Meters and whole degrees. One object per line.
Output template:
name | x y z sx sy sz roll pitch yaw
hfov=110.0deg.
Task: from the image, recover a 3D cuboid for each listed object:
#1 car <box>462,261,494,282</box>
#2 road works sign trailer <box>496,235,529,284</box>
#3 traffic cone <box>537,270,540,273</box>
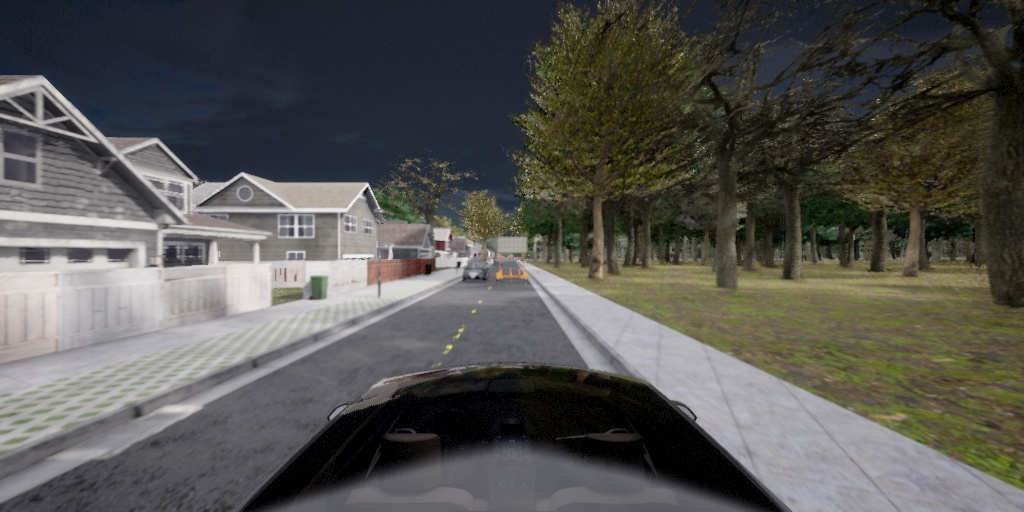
car | -2.843 1.231 28.768 2.128 1.511 4.902 0 0 0
road works sign trailer | 0.000 0.204 27.196 2.380 3.560 2.880 0 0 0
traffic cone | 2.807 1.370 38.438 0.340 0.580 0.340 0 0 2
